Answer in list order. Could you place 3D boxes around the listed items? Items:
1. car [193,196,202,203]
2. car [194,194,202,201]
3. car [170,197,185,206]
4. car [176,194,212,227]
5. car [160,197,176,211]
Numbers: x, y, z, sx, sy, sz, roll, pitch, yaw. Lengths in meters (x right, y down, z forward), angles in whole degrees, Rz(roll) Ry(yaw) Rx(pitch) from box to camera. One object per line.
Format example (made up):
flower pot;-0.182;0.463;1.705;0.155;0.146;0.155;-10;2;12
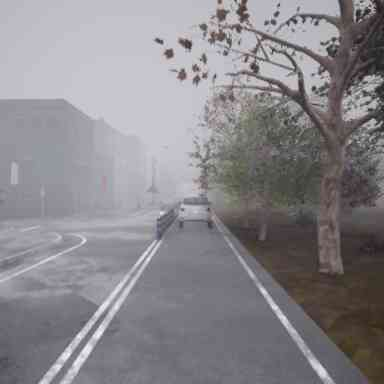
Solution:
car;1.156;1.563;68.367;1.895;1.301;4.718;0;0;1
car;1.411;1.277;78.339;1.837;1.490;4.892;0;0;1
car;-2.438;1.549;57.462;2.033;1.411;5.357;0;0;2
car;0.241;1.273;23.571;2.150;2.045;5.566;0;0;1
car;-2.883;1.564;41.791;1.812;1.442;4.674;0;0;1
